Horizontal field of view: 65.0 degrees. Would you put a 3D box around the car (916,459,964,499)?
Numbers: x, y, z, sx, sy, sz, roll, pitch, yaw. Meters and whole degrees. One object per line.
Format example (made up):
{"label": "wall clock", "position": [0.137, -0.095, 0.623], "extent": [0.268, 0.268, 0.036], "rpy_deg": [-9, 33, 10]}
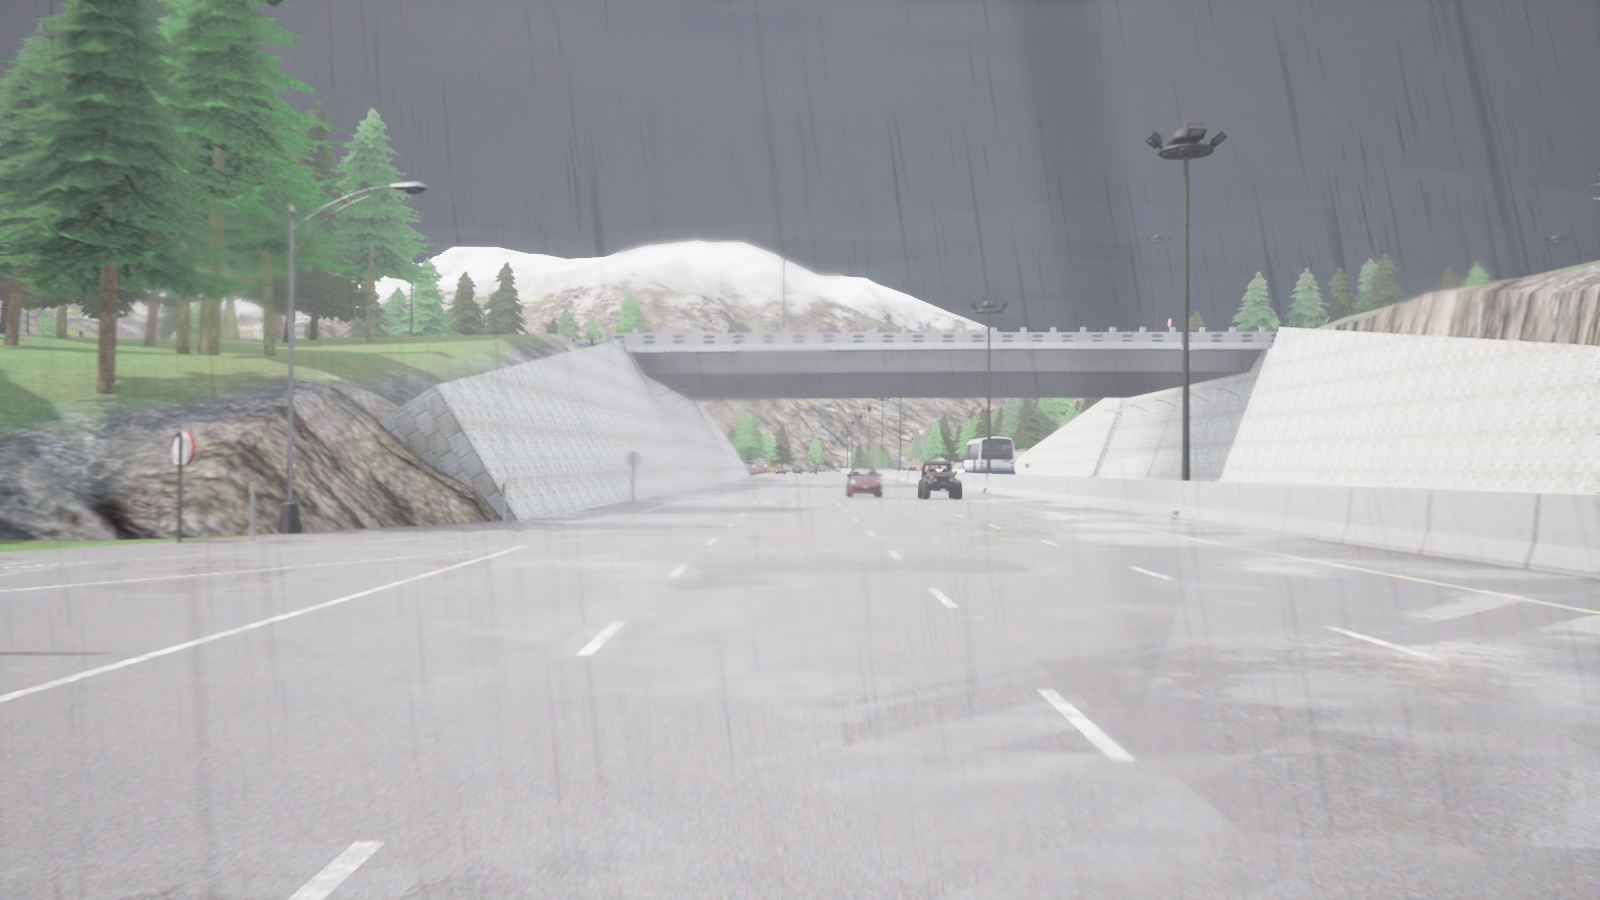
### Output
{"label": "car", "position": [6.853, 1.419, 61.896], "extent": [1.905, 1.878, 3.866], "rpy_deg": [0, -1, 0]}

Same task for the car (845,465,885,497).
{"label": "car", "position": [3.345, 1.579, 65.150], "extent": [1.851, 1.617, 3.988], "rpy_deg": [0, -1, 0]}
